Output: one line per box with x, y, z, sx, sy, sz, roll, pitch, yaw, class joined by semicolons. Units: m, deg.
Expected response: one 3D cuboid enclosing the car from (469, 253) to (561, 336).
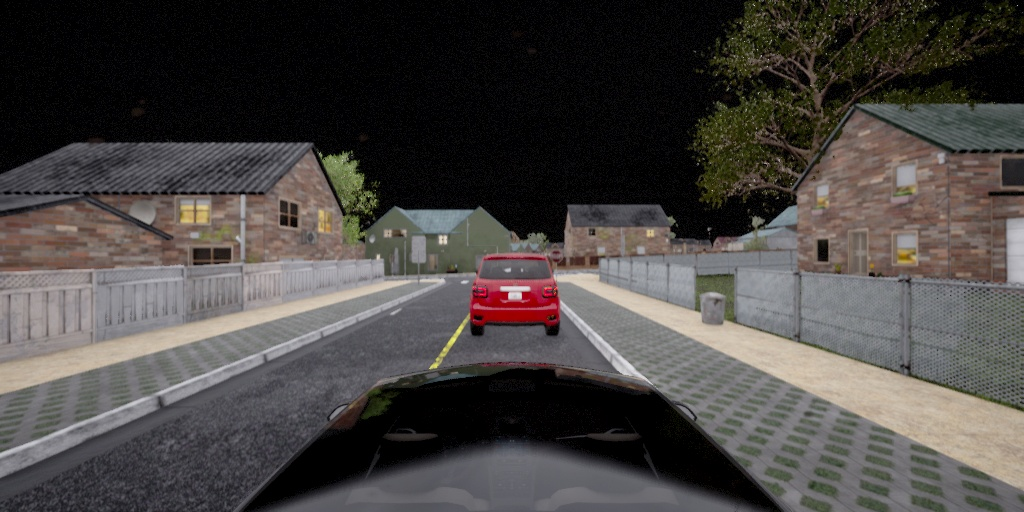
0.076;0.945;10.425;2.150;2.045;5.566;0;0;0;car
